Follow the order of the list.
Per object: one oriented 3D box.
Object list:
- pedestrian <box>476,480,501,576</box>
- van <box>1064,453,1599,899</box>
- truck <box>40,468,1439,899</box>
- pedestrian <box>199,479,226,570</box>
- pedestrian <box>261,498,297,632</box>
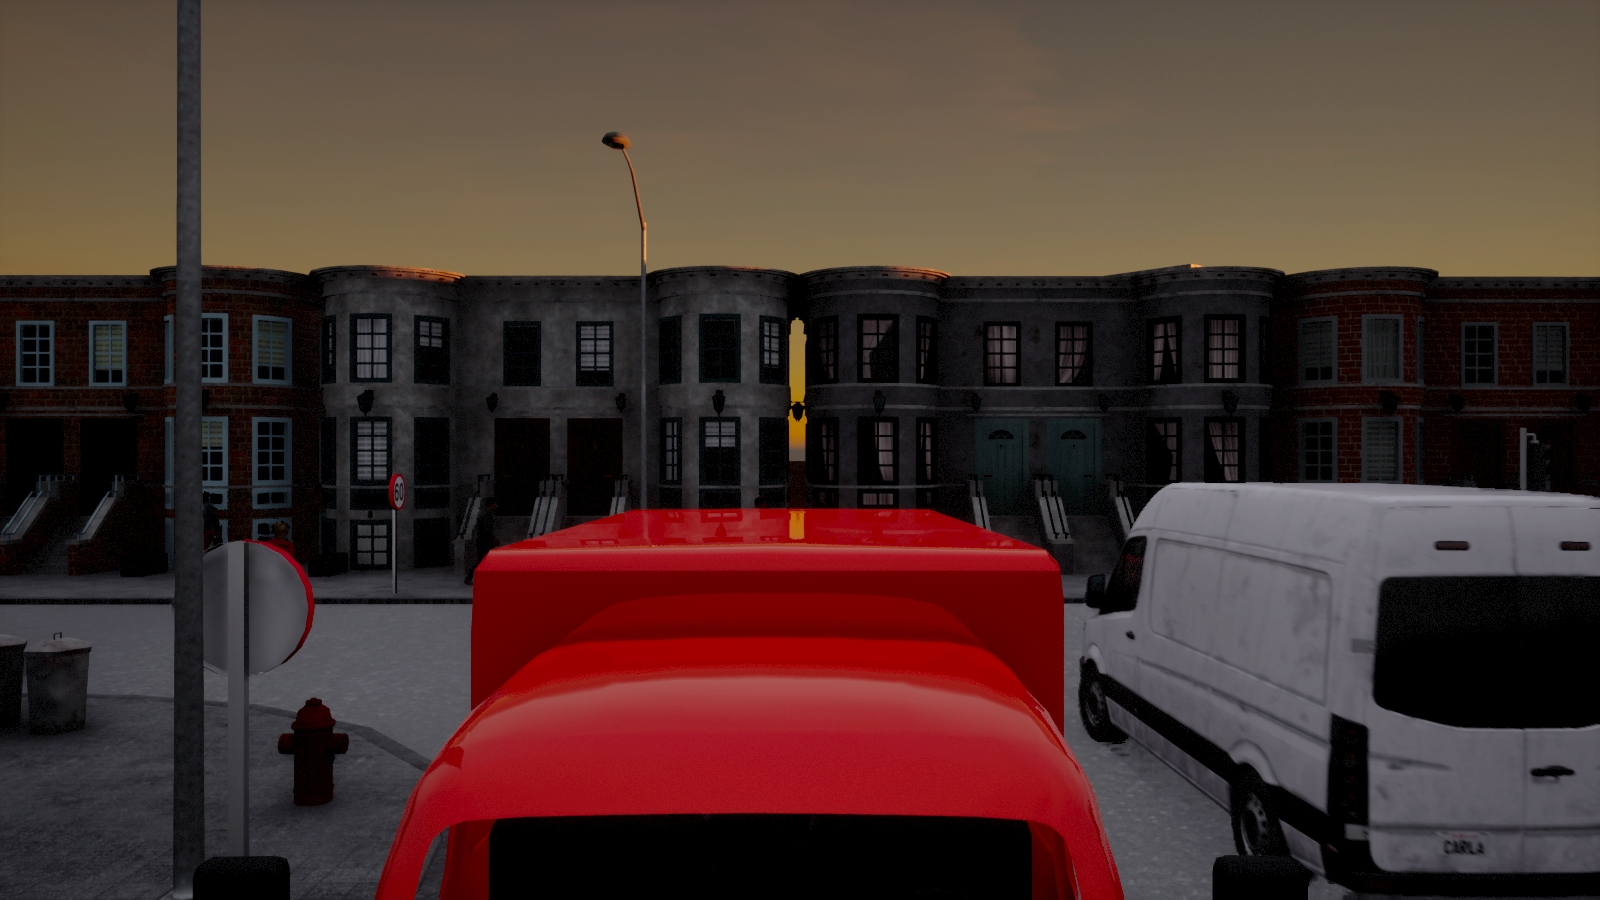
[{"bbox_3d":[-6.116,1.524,22.450,0.375,1.860,0.375,0,0,1],"label":"pedestrian"},{"bbox_3d":[3.857,1.314,9.130,1.988,2.561,5.915,0,0,-1],"label":"van"},{"bbox_3d":[-0.117,1.348,4.748,2.627,2.467,5.204,0,0,0],"label":"truck"},{"bbox_3d":[-12.118,1.526,23.560,0.375,1.860,0.375,0,0,-1],"label":"pedestrian"},{"bbox_3d":[-7.421,1.629,16.279,0.375,1.860,0.375,0,0,-10],"label":"pedestrian"}]
